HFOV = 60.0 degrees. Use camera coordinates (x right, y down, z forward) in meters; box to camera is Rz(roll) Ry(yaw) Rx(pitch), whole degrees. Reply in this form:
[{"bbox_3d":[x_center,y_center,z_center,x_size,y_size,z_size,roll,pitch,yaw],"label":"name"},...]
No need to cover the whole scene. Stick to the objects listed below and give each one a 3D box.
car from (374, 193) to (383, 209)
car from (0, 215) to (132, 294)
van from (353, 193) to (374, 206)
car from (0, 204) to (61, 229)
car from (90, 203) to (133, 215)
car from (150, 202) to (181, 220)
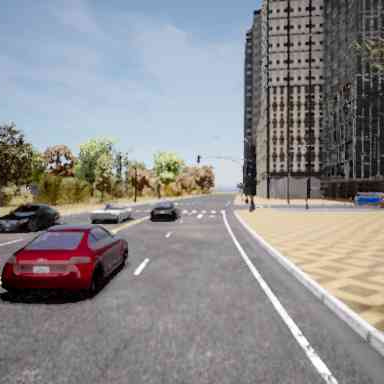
[{"bbox_3d":[23.407,1.150,37.617,4.097,1.590,1.967,0,1,8],"label":"car"},{"bbox_3d":[-2.998,1.527,8.727,1.994,1.385,4.181,0,0,1],"label":"car"},{"bbox_3d":[24.675,0.987,46.146,3.998,1.788,1.690,0,1,8],"label":"van"},{"bbox_3d":[-9.266,1.437,19.270,1.812,1.442,4.674,0,0,3],"label":"car"},{"bbox_3d":[-5.711,1.501,24.014,1.895,1.301,4.718,0,0,4],"label":"car"},{"bbox_3d":[-2.077,1.460,26.907,1.994,1.385,4.181,0,0,4],"label":"car"}]
